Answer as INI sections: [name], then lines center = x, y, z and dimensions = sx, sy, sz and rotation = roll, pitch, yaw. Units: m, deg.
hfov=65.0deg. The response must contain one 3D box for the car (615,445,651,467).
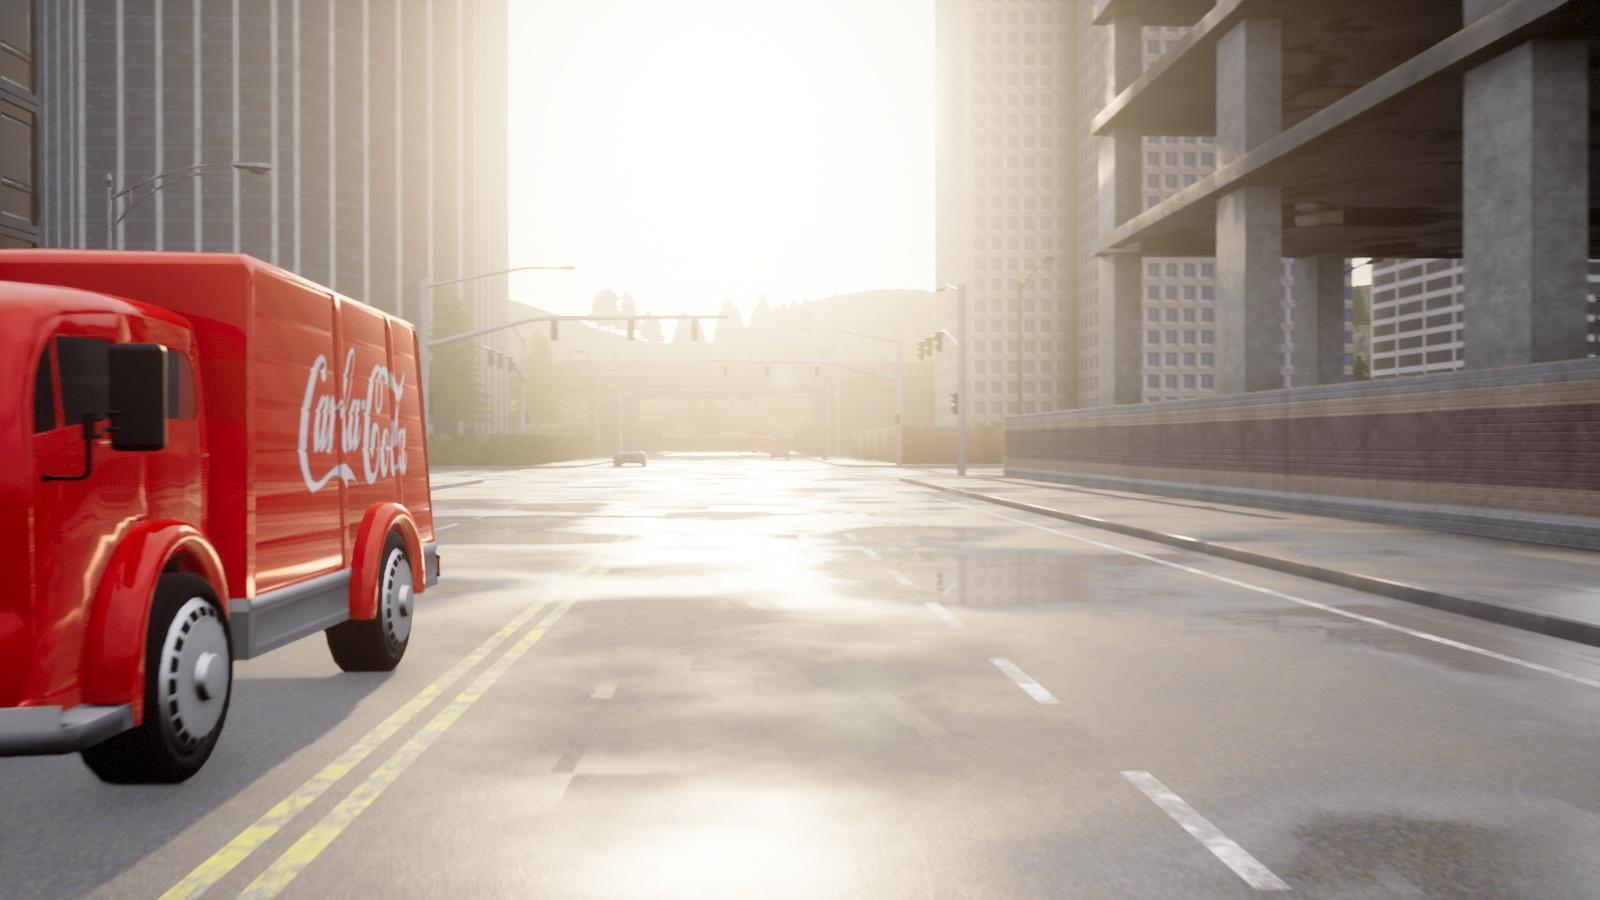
[car]
center = -10.784, 0.354, 81.419
dimensions = 1.994, 1.385, 4.181
rotation = 0, 0, -3

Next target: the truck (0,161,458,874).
[truck]
center = -3.795, 0.221, 6.898
dimensions = 2.627, 2.467, 5.204
rotation = 0, 0, -3
